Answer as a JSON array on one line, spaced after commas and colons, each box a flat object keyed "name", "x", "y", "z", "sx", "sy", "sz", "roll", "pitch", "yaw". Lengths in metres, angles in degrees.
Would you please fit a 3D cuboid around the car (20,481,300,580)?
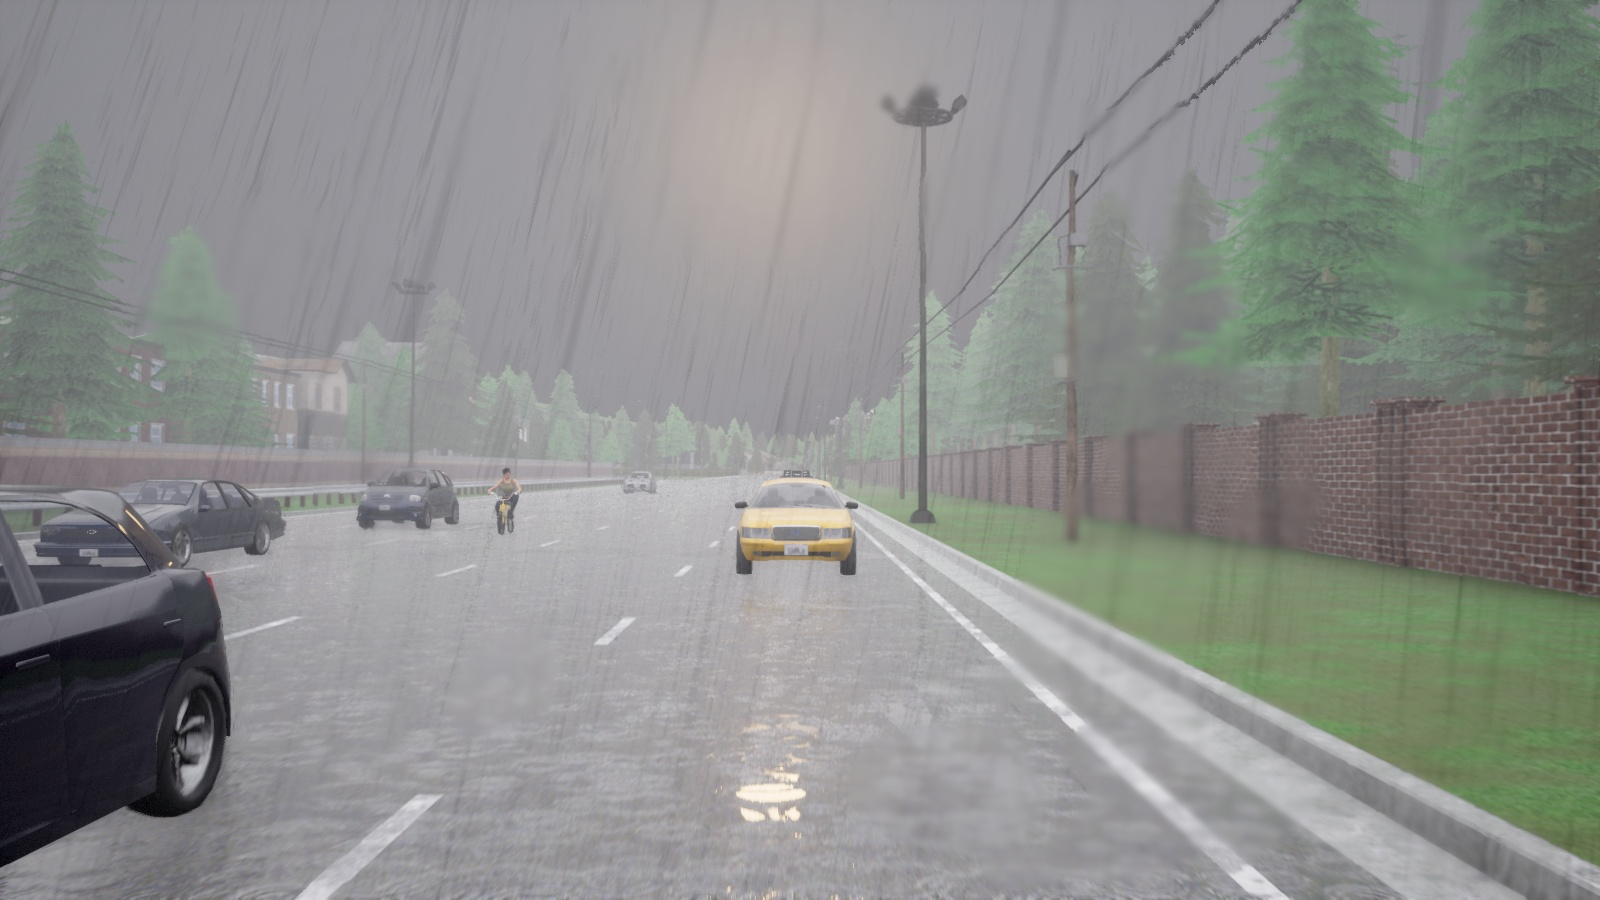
[{"name": "car", "x": -10.551, "y": 1.261, "z": 21.295, "sx": 2.033, "sy": 1.411, "sz": 5.357, "roll": 0, "pitch": -1, "yaw": 0}]

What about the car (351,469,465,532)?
[{"name": "car", "x": -10.582, "y": 1.328, "z": 34.193, "sx": 1.851, "sy": 1.617, "sz": 3.988, "roll": 0, "pitch": -1, "yaw": 0}]

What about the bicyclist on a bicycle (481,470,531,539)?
[{"name": "bicyclist on a bicycle", "x": -7.073, "y": 1.286, "z": 30.248, "sx": 0.866, "sy": 1.612, "sz": 1.509, "roll": 0, "pitch": -1, "yaw": 0}]

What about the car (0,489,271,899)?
[{"name": "car", "x": -3.511, "y": 0.915, "z": 4.324, "sx": 1.845, "sy": 1.501, "sz": 3.633, "roll": 0, "pitch": -1, "yaw": 0}]

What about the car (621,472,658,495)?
[{"name": "car", "x": -10.702, "y": 2.229, "z": 84.017, "sx": 1.970, "sy": 1.475, "sz": 3.806, "roll": 0, "pitch": -1, "yaw": 0}]

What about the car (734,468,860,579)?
[{"name": "car", "x": -0.049, "y": 1.099, "z": 20.597, "sx": 1.801, "sy": 1.575, "sz": 5.366, "roll": 0, "pitch": -1, "yaw": 0}]
